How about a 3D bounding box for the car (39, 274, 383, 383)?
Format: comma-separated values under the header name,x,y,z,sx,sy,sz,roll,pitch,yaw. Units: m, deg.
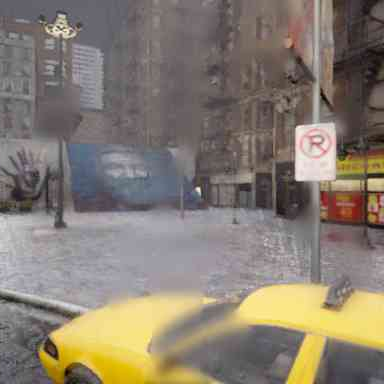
name,x,y,z,sx,sy,sz,roll,pitch,yaw
car,0.863,1.454,2.687,5.366,1.575,1.801,0,0,35
